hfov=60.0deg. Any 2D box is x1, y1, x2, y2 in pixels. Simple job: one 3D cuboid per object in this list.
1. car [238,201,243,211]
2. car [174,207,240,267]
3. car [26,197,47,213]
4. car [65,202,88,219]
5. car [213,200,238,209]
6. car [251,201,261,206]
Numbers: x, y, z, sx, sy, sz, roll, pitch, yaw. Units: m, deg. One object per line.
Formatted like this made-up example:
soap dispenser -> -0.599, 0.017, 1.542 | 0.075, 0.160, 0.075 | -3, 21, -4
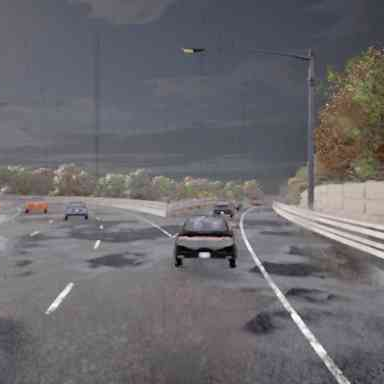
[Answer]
car -> 5.028, 1.643, 40.095 | 1.895, 1.301, 4.718 | 0, 0, 13
car -> 0.505, 1.503, 11.458 | 2.128, 1.511, 4.902 | 0, 0, 4
car -> -17.592, 1.360, 37.653 | 2.097, 1.767, 4.553 | 0, 0, -25
car -> -10.093, 1.558, 29.066 | 2.033, 1.411, 5.357 | 0, 0, -20
car -> 3.040, 1.537, 31.216 | 1.837, 1.490, 4.892 | 0, 0, 10
car -> 15.379, 2.863, 79.772 | 1.882, 1.535, 5.008 | 0, -4, 17
